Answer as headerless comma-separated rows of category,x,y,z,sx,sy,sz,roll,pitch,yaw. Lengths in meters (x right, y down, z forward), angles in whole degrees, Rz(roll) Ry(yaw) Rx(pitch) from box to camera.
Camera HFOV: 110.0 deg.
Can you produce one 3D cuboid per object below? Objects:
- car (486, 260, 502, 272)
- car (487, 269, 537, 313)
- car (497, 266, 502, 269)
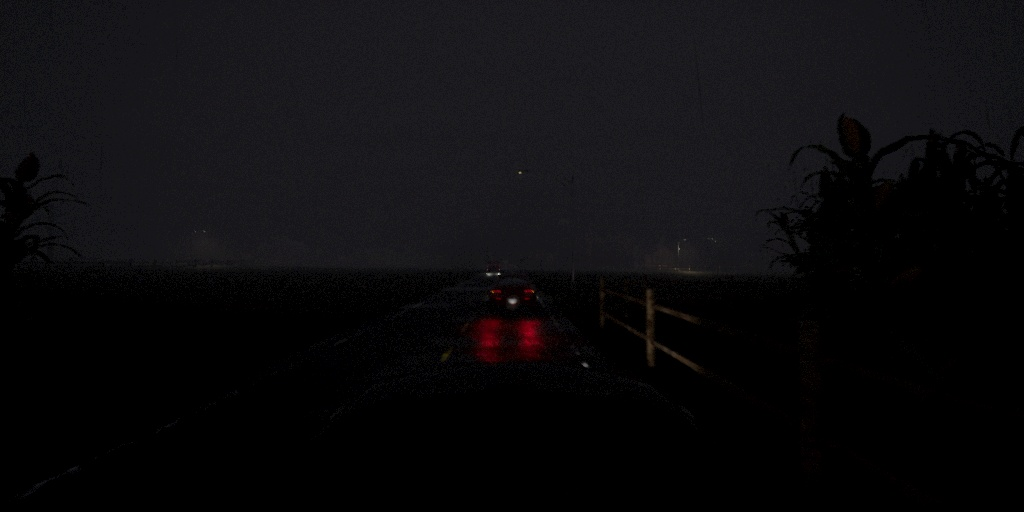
car,-2.818,1.645,57.351,2.150,2.045,5.566,0,-1,0
car,0.049,1.425,14.867,1.812,1.442,4.674,0,0,1
car,0.034,1.663,28.592,1.895,1.301,4.718,0,-1,1
